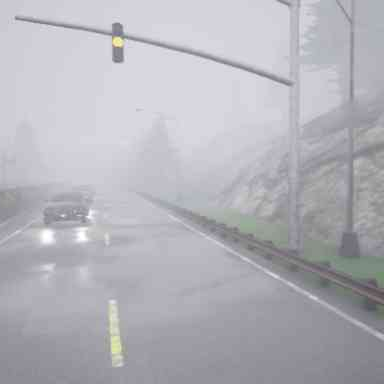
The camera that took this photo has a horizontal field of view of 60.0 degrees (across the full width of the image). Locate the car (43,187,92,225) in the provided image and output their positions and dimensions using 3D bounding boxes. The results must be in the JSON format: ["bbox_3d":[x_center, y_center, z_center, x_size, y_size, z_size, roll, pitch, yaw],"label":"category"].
[{"bbox_3d":[-6.412,0.710,17.270,1.837,1.490,4.892,-1,3,-15],"label":"car"}]

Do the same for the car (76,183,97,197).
[{"bbox_3d":[-12.441,-0.242,39.594,2.033,1.411,5.357,-1,3,-15],"label":"car"}]

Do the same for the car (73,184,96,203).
[{"bbox_3d":[-9.123,0.251,27.285,2.128,1.511,4.902,-1,3,-15],"label":"car"}]
